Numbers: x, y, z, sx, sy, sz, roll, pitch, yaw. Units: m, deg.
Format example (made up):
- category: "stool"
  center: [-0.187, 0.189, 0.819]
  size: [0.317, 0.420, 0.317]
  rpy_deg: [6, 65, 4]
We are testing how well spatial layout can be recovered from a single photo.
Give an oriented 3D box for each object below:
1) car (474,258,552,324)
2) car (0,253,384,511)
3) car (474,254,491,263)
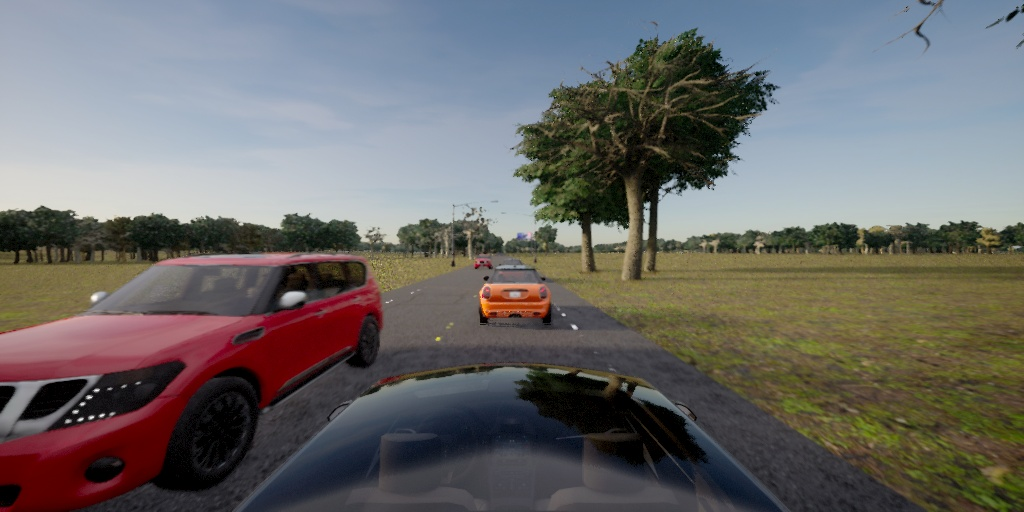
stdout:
- category: "car"
  center: [0.082, 1.077, 12.008]
  size: [2.097, 1.767, 4.553]
  rpy_deg: [0, 0, 0]
- category: "car"
  center: [-3.603, 0.966, 4.920]
  size: [2.150, 2.045, 5.566]
  rpy_deg: [0, 0, 0]
- category: "car"
  center: [-3.870, 0.786, 48.684]
  size: [2.150, 2.045, 5.566]
  rpy_deg: [0, 0, 0]
